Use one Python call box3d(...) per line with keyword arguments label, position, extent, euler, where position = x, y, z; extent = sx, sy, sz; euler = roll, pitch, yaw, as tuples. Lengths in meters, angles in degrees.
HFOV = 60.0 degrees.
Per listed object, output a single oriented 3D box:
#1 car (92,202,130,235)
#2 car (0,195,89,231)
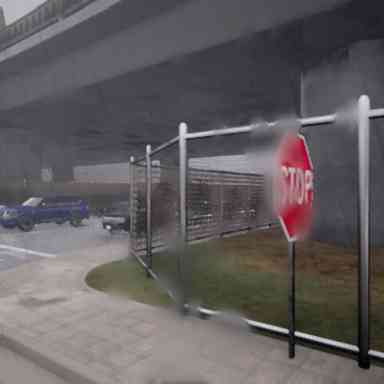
box3d(label="car", position=(-2.583, 1.495, 18.081), extent=(2.128, 1.511, 4.902), euler=(0, 0, 37))
box3d(label="car", position=(-9.227, 1.228, 21.037), extent=(2.150, 2.045, 5.566), euler=(0, 0, 36))
